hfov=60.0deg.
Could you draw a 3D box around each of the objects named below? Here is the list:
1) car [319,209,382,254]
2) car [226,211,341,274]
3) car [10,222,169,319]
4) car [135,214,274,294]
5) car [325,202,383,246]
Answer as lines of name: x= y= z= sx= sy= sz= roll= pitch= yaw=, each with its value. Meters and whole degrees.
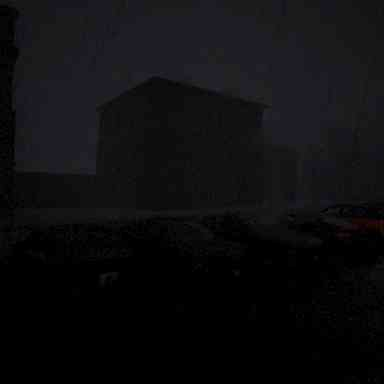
car: x=4.053 y=1.467 z=12.383 sx=2.002 sy=1.452 sz=4.674 roll=0 pitch=1 yaw=-36
car: x=1.785 y=1.441 z=10.760 sx=2.097 sy=1.535 sz=5.008 roll=0 pitch=1 yaw=-36
car: x=-2.755 y=1.476 z=7.520 sx=2.163 sy=1.488 sz=4.792 roll=0 pitch=0 yaw=-36
car: x=-0.478 y=1.448 z=9.129 sx=2.097 sy=1.535 sz=5.008 roll=0 pitch=0 yaw=-36
car: x=6.331 y=1.279 z=13.986 sx=2.185 sy=1.767 sz=4.553 roll=-1 pitch=1 yaw=-36
